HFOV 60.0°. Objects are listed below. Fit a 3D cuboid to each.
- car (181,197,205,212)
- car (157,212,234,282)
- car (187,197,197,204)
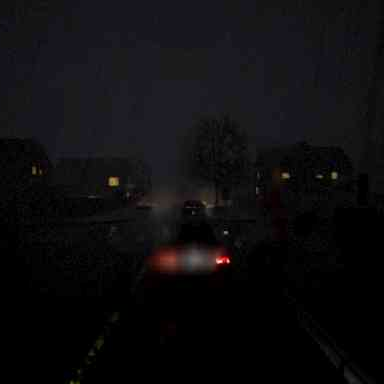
[{"bbox_3d":[0.105,1.459,29.179,2.128,1.511,4.902,0,0,0],"label":"car"},{"bbox_3d":[0.123,1.529,9.713,2.033,1.411,5.357,0,0,1],"label":"car"},{"bbox_3d":[0.011,1.597,62.054,1.895,1.301,4.718,0,0,0],"label":"car"}]
